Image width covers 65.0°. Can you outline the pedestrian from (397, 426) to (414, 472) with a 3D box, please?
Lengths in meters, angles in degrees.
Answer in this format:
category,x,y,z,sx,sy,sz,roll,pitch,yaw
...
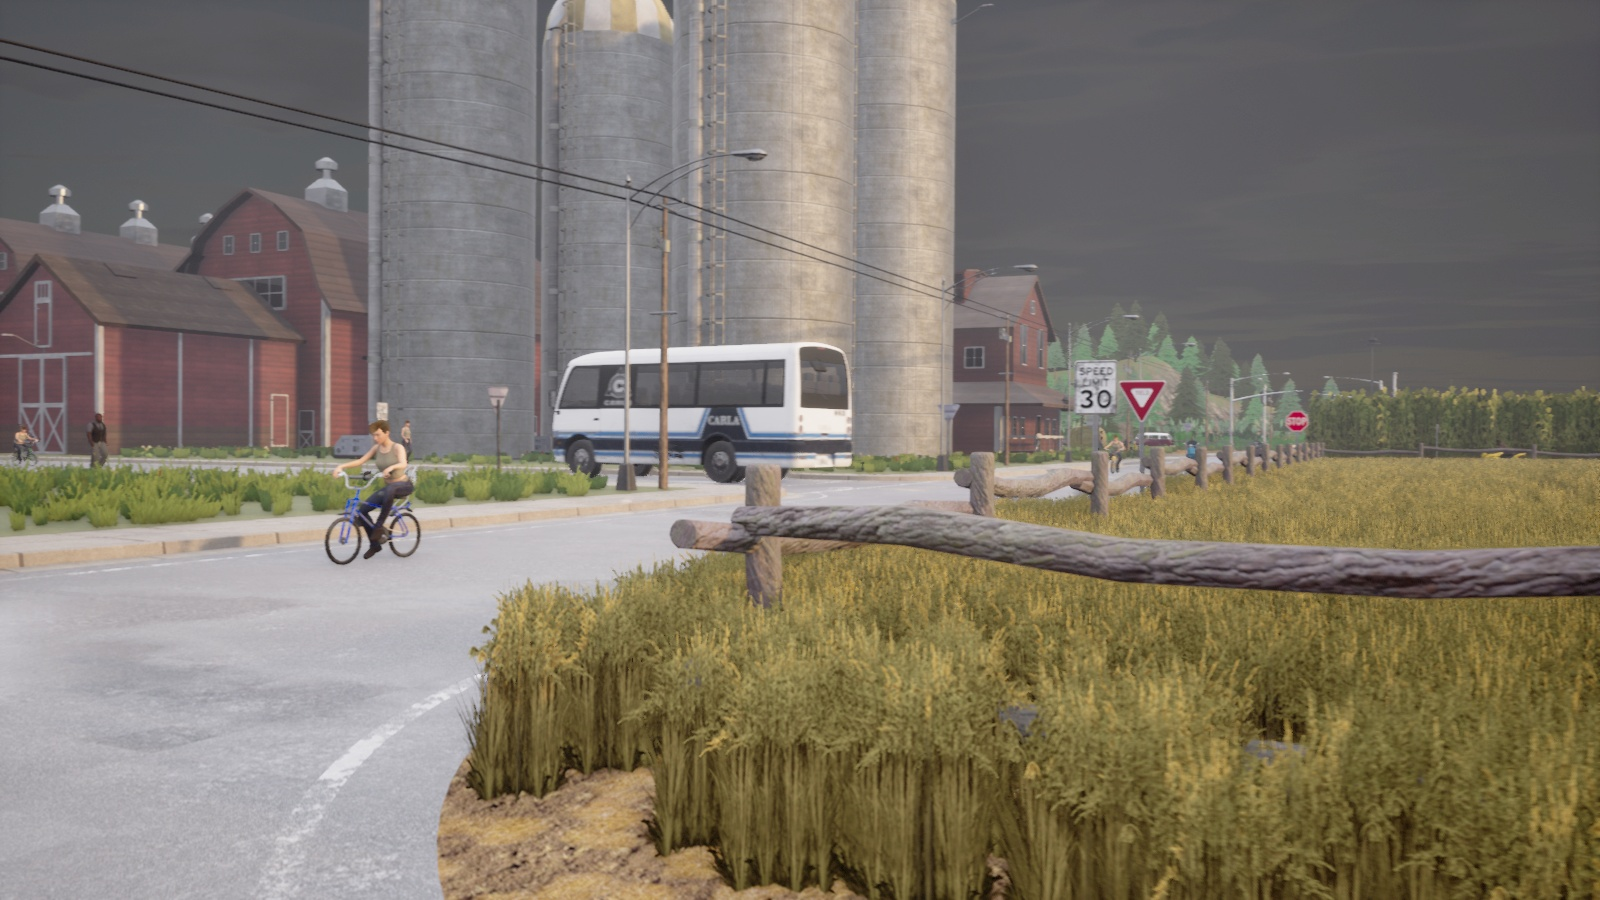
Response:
category,x,y,z,sx,sy,sz,roll,pitch,yaw
pedestrian,-16.015,-0.045,50.989,0.594,1.836,0.345,0,1,28

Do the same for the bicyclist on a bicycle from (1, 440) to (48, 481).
category,x,y,z,sx,sy,sz,roll,pitch,yaw
bicyclist on a bicycle,-30.396,0.406,49.204,1.509,1.612,0.866,0,1,25

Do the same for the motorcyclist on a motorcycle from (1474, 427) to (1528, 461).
category,x,y,z,sx,sy,sz,roll,pitch,yaw
motorcyclist on a motorcycle,31.284,-0.268,56.091,2.044,1.523,0.797,0,1,26

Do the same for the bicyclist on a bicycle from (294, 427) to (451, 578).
category,x,y,z,sx,sy,sz,roll,pitch,yaw
bicyclist on a bicycle,-4.822,0.551,14.266,0.866,1.612,1.509,0,1,25

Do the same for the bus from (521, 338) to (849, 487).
category,x,y,z,sx,sy,sz,roll,pitch,yaw
bus,-3.853,-1.079,40.443,10.273,4.253,3.944,0,1,33

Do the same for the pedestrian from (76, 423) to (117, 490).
category,x,y,z,sx,sy,sz,roll,pitch,yaw
pedestrian,-19.749,0.178,35.248,0.849,1.883,0.563,0,1,24
